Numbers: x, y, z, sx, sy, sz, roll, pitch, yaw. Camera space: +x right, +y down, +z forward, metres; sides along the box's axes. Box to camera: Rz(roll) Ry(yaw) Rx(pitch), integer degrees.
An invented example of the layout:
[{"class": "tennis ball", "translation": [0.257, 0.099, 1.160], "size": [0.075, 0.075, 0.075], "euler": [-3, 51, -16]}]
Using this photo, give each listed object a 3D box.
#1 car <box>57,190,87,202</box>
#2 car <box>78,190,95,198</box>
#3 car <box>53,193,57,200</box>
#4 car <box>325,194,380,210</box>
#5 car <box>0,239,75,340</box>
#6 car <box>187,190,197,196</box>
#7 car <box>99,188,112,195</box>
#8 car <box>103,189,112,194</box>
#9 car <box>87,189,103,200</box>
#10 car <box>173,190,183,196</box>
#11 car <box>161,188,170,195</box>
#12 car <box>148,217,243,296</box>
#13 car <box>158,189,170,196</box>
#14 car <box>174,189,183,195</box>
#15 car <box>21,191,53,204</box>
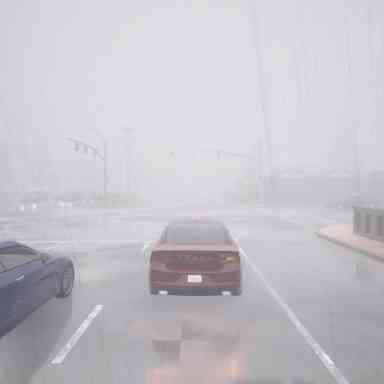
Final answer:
[{"class": "car", "translation": [-17.608, 0.679, 49.062], "size": [2.128, 1.511, 4.902], "euler": [0, 1, -1]}, {"class": "car", "translation": [-20.991, 0.393, 66.281], "size": [1.837, 1.490, 4.892], "euler": [0, 1, 0]}, {"class": "car", "translation": [-21.076, 0.634, 53.647], "size": [1.812, 1.442, 4.674], "euler": [0, 1, 0]}, {"class": "car", "translation": [15.512, 0.981, 32.226], "size": [4.892, 1.490, 1.837], "euler": [0, 1, 2]}, {"class": "car", "translation": [-3.435, 1.458, 5.254], "size": [1.812, 1.442, 4.674], "euler": [0, 1, 0]}, {"class": "car", "translation": [0.014, 0.196, 77.586], "size": [1.837, 1.490, 4.892], "euler": [0, 1, 0]}, {"class": "car", "translation": [-20.988, -0.097, 81.103], "size": [1.882, 1.535, 5.008], "euler": [0, 1, 0]}, {"class": "car", "translation": [-17.490, 0.416, 67.866], "size": [1.994, 1.385, 4.181], "euler": [0, 1, 0]}, {"class": "car", "translation": [-17.553, 0.558, 58.079], "size": [1.812, 1.442, 4.674], "euler": [0, 1, 0]}, {"class": "car", "translation": [-3.488, 0.245, 77.802], "size": [1.994, 1.385, 4.181], "euler": [0, 1, 0]}, {"class": "car", "translation": [-6.988, -0.148, 89.173], "size": [2.097, 1.767, 4.553], "euler": [0, 1, 1]}, {"class": "car", "translation": [0.113, 1.362, 8.431], "size": [1.882, 1.535, 5.008], "euler": [0, 1, 1]}, {"class": "car", "translation": [-6.989, 0.217, 78.663], "size": [2.033, 1.411, 5.357], "euler": [0, 1, 0]}, {"class": "car", "translation": [-3.488, 0.064, 87.589], "size": [2.033, 1.411, 5.357], "euler": [0, 1, 0]}, {"class": "car", "translation": [-21.090, 0.612, 44.836], "size": [2.097, 1.767, 4.553], "euler": [0, 1, 0]}]
